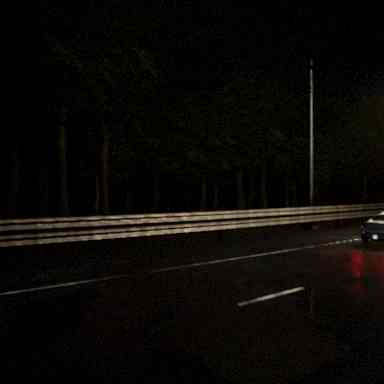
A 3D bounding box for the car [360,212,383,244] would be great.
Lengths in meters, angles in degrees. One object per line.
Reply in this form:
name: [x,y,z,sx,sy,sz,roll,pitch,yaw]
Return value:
car: [9.233,1.558,14.652,4.674,1.442,1.812,0,0,-35]
